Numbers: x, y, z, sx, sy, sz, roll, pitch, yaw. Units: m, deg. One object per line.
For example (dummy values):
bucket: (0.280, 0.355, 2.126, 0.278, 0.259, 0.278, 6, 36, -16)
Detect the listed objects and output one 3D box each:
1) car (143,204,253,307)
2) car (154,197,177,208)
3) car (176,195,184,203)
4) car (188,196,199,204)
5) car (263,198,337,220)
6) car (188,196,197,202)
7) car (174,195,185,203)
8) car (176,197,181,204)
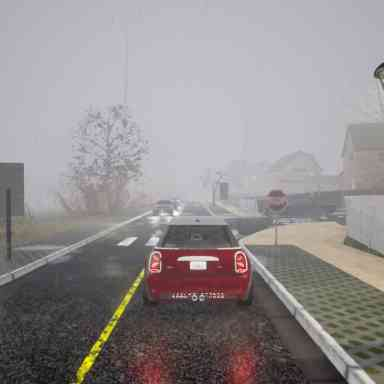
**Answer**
car: (0.115, 1.351, 8.158, 2.097, 1.767, 4.553, 0, 0, 0)
car: (-2.784, 1.532, 33.289, 1.812, 1.442, 4.674, 0, 0, 0)
car: (-2.740, 1.549, 53.819, 1.812, 1.442, 4.674, 0, 0, 1)
car: (0.225, 1.561, 65.403, 1.812, 1.442, 4.674, 0, 0, 0)
car: (7.234, 1.117, 22.698, 4.718, 1.301, 1.895, -3, 0, 17)
car: (0.147, 1.604, 75.569, 1.994, 1.385, 4.181, 0, 0, 0)
car: (-2.618, 1.481, 69.440, 2.128, 1.511, 4.902, 0, 0, 0)
car: (-2.766, 1.614, 42.923, 1.895, 1.301, 4.718, 0, 0, 0)
